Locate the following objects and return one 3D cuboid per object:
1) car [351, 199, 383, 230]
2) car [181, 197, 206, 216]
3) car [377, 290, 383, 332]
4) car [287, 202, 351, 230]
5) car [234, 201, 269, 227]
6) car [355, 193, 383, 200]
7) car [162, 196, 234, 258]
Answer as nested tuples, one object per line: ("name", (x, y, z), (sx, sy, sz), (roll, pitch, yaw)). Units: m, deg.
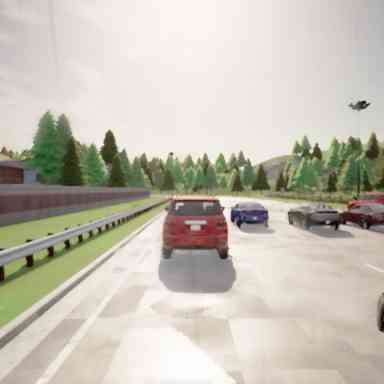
("car", (10.598, 1.398, 20.048), (1.812, 1.442, 4.674), (0, 0, 0))
("car", (0.119, 1.294, 31.065), (2.128, 1.511, 4.902), (0, 0, 0))
("car", (3.602, 1.486, 2.891), (1.837, 1.490, 4.892), (0, 0, 0))
("car", (7.112, 1.365, 19.823), (2.128, 1.511, 4.902), (0, 0, 0))
("car", (3.612, 1.340, 21.526), (1.882, 1.535, 5.008), (0, 0, 0))
("car", (14.116, 1.058, 25.587), (2.150, 2.045, 5.566), (0, 0, 0))
("car", (0.108, 1.140, 12.615), (2.150, 2.045, 5.566), (0, 0, 0))
